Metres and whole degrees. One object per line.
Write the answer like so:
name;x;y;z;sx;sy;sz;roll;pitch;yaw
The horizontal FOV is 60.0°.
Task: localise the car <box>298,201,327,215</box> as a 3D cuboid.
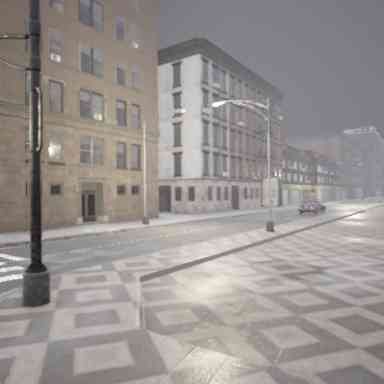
car;13.199;1.682;36.277;2.033;1.411;5.357;-1;0;35
